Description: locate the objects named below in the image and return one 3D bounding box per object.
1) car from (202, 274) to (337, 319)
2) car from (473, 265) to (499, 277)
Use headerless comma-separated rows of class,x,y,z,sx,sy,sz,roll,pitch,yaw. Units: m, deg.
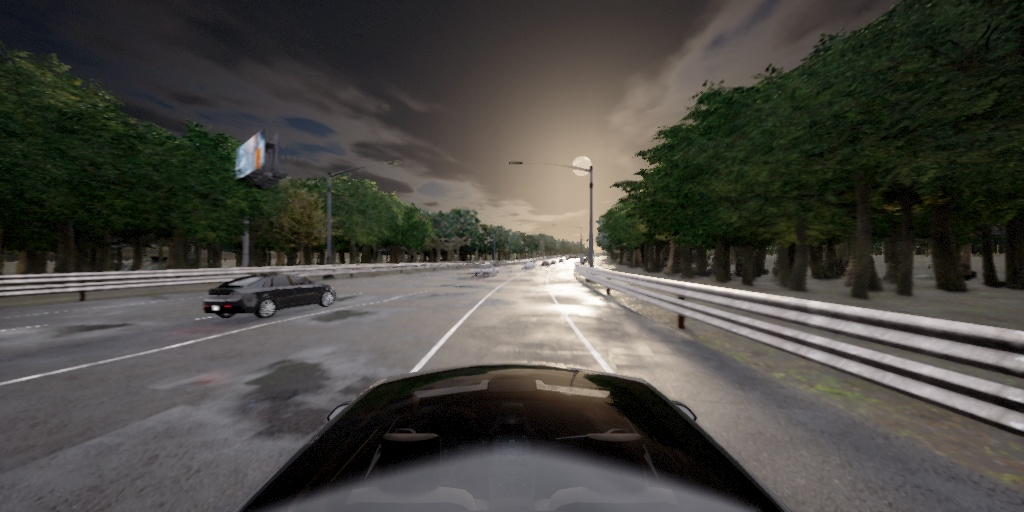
car,-8.906,1.423,13.759,1.837,1.490,4.892,-1,0,12
car,-2.867,1.648,41.124,1.895,1.301,4.718,0,0,12
